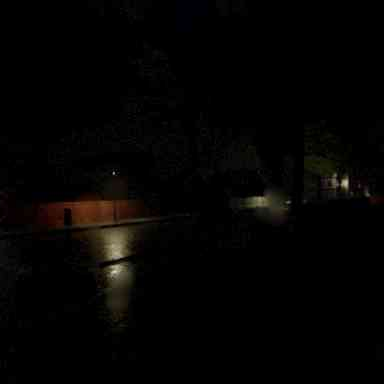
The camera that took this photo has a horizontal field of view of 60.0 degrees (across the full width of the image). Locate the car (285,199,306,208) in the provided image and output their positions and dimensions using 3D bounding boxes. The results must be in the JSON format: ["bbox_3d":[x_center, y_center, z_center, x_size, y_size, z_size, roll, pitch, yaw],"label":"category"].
[{"bbox_3d":[14.533,1.532,46.351,1.812,1.442,4.674,0,0,35],"label":"car"}]
